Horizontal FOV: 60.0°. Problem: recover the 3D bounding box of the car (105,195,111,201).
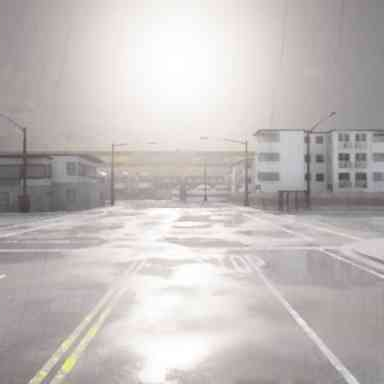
[{"bbox_3d":[-22.037,1.382,82.860,4.892,1.490,1.837,-1,-1,34],"label":"car"}]
